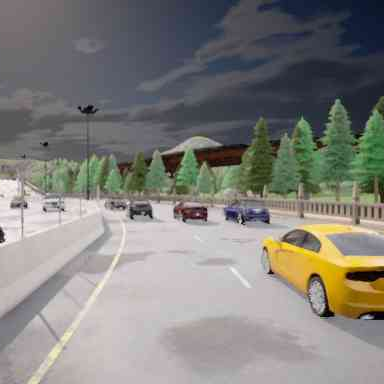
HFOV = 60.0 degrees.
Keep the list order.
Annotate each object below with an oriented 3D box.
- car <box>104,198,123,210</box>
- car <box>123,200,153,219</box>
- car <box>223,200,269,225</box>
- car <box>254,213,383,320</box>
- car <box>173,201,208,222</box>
[{"bbox_3d":[-9.700,1.508,42.017,2.033,1.411,5.357,0,0,-27],"label":"car"},{"bbox_3d":[-4.578,1.472,28.553,1.837,1.490,4.892,0,-2,-17],"label":"car"},{"bbox_3d":[3.835,1.329,24.157,2.097,1.767,4.553,0,0,-13],"label":"car"},{"bbox_3d":[3.059,1.470,7.480,1.882,1.535,5.008,0,0,-5],"label":"car"},{"bbox_3d":[-0.218,1.453,26.094,1.882,1.535,5.008,0,0,-15],"label":"car"}]
